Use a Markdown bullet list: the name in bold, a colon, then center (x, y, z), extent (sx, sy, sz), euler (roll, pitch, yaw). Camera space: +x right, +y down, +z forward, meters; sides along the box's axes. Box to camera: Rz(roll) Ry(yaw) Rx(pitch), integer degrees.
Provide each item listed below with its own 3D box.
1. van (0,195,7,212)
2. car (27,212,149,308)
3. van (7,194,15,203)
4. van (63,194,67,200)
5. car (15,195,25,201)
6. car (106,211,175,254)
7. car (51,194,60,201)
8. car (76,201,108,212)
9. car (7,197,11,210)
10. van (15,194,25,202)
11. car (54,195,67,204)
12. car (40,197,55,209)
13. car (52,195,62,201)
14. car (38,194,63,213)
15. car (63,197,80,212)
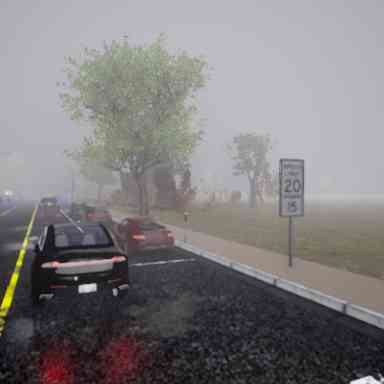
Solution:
- **van**: center (-20.661, 1.314, 34.472), extent (1.690, 1.788, 3.998), euler (-1, 0, -24)
- **car**: center (-2.843, 1.483, 8.081), extent (2.128, 1.511, 4.902), euler (0, 0, -24)
- **van**: center (-25.244, 1.303, 44.576), extent (1.690, 1.788, 3.998), euler (-1, 0, -24)
- **van**: center (-22.698, 1.276, 58.040), extent (1.690, 1.788, 3.998), euler (-1, 0, -24)
- **car**: center (-41.282, 1.470, 79.946), extent (1.887, 1.381, 4.507), euler (-1, 0, -24)
- **car**: center (-1.977, 1.563, 12.676), extent (1.802, 1.307, 4.206), euler (-1, 0, -24)
- **car**: center (-34.141, 1.348, 83.273), extent (1.967, 1.590, 4.097), euler (-1, 0, -24)
- **car**: center (-6.589, 1.552, 22.756), extent (1.802, 1.307, 4.206), euler (-1, 0, -24)
- **car**: center (-22.950, 1.549, 39.525), extent (1.802, 1.307, 4.206), euler (-1, 0, -24)
- **van**: center (-36.702, 1.277, 69.839), extent (1.690, 1.788, 3.998), euler (-1, 0, -24)
- **car**: center (-24.985, 1.370, 63.087), extent (1.967, 1.590, 4.097), euler (-1, 0, -24)
- **car**: center (-19.792, 1.430, 45.452), extent (1.882, 1.535, 5.008), euler (0, 0, -24)
- **car**: center (-31.850, 1.479, 78.228), extent (1.947, 1.339, 4.313), euler (-1, 0, -24)
- **car**: center (-15.503, 1.313, 36.122), extent (2.097, 1.767, 4.553), euler (0, 0, -24)
- **car**: center (-11.250, 1.511, 32.810), extent (2.008, 1.369, 4.403), euler (-1, 0, -24)
